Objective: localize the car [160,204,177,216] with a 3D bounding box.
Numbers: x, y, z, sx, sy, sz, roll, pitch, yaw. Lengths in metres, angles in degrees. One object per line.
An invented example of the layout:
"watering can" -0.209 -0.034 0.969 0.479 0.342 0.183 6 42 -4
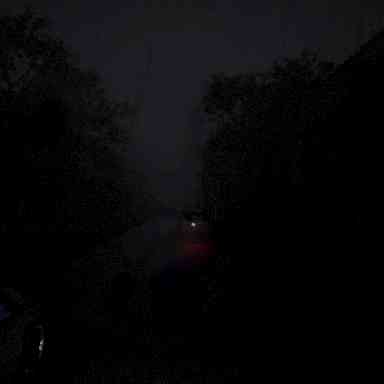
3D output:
"car" -2.926 2.363 43.887 1.812 1.442 4.674 0 -2 0

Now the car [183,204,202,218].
"car" 0.030 2.224 40.309 2.128 1.511 4.902 0 -2 0

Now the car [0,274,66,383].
"car" -2.849 1.573 2.815 2.033 1.411 5.357 0 -1 0

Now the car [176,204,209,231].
"car" 0.089 1.822 22.996 1.837 1.490 4.892 0 -2 0
